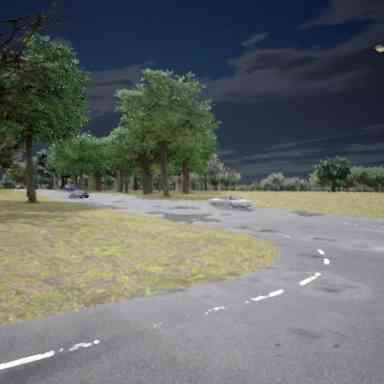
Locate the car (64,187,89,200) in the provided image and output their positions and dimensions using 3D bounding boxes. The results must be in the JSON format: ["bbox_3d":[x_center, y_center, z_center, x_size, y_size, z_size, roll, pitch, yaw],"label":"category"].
[{"bbox_3d":[-17.571,0.367,51.455,2.033,1.411,5.357,-1,2,-36],"label":"car"}]

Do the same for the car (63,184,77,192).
[{"bbox_3d":[-29.385,-0.816,80.254,2.150,2.045,5.566,-1,2,-35],"label":"car"}]

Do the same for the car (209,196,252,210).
[{"bbox_3d":[3.762,1.008,33.476,1.895,1.301,4.718,-1,2,-35],"label":"car"}]
